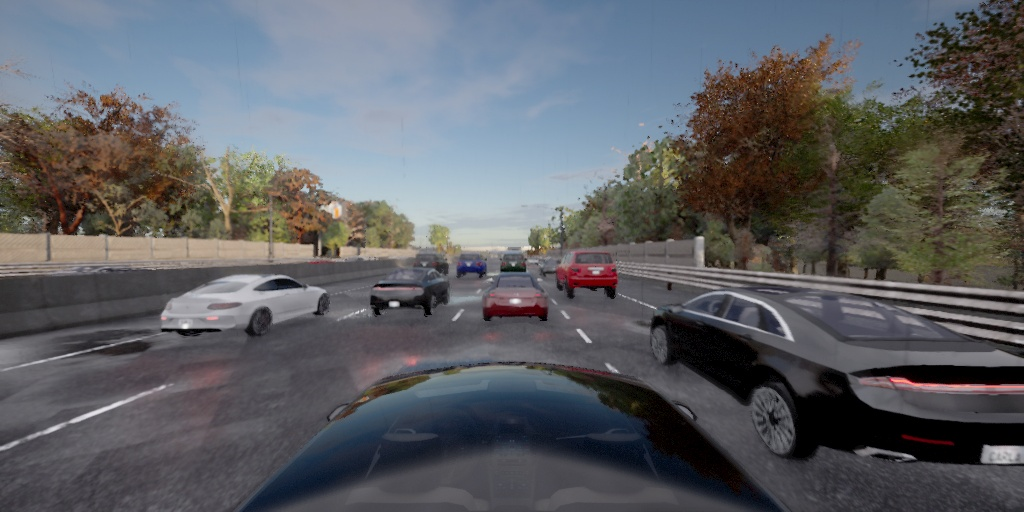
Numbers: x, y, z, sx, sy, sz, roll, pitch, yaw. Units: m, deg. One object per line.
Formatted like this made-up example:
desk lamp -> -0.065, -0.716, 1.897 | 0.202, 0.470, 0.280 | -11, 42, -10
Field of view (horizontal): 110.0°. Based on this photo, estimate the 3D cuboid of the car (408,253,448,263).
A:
car -> -6.899, 0.762, 30.939 | 2.150, 2.045, 5.566 | 0, 0, 0

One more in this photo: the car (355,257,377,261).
car -> -21.047, 0.991, 53.382 | 1.895, 1.301, 4.718 | 0, 0, 0

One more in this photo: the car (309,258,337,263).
car -> -28.037, 0.993, 53.175 | 1.895, 1.301, 4.718 | 0, 0, 1

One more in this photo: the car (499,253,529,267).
car -> 0.103, 0.762, 30.987 | 2.150, 2.045, 5.566 | 0, 0, 0

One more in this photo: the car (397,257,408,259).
car -> -17.536, 0.889, 57.449 | 1.812, 1.442, 4.674 | 0, 0, 1

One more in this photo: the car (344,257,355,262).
car -> -24.535, 0.877, 55.972 | 1.837, 1.490, 4.892 | 0, 1, 1

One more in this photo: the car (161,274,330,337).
car -> -6.899, 1.215, 9.886 | 1.812, 1.442, 4.674 | 0, 0, 0

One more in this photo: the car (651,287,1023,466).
car -> 3.517, 1.166, 4.941 | 2.128, 1.511, 4.902 | 0, 0, 1

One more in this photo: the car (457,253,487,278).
car -> -3.399, 0.762, 30.926 | 2.150, 2.045, 5.566 | 0, 0, 0

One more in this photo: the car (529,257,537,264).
car -> 3.508, 0.866, 61.621 | 1.895, 1.301, 4.718 | 0, 0, 0

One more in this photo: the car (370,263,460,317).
car -> -3.398, 1.160, 12.770 | 2.128, 1.511, 4.902 | 0, 0, 0

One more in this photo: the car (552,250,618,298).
car -> 3.502, 0.763, 17.619 | 2.150, 2.045, 5.566 | 0, 0, 0

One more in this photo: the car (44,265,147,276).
car -> -17.597, 1.145, 14.960 | 2.128, 1.511, 4.902 | 0, 0, 0

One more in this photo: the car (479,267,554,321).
car -> 0.104, 1.236, 12.151 | 1.994, 1.385, 4.181 | 0, 0, 0

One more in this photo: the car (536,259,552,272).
car -> 3.504, 1.033, 31.603 | 1.994, 1.385, 4.181 | 0, 0, 0
